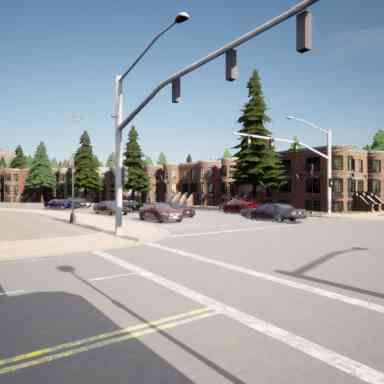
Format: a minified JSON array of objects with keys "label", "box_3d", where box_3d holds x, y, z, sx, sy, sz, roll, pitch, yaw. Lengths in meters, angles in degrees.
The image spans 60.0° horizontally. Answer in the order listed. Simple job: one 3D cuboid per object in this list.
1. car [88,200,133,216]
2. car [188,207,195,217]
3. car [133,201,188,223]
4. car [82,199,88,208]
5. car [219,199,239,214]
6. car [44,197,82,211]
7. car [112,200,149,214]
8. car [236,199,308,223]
[{"label":"car","box_3d":[-8.191,1.547,33.265,2.033,1.411,5.357,0,0,-38]},{"label":"car","box_3d":[-1.529,1.564,30.097,1.994,1.385,4.181,0,0,-37]},{"label":"car","box_3d":[-2.520,1.526,25.579,1.812,1.442,4.674,0,0,-35]},{"label":"car","box_3d":[-15.554,1.492,44.832,4.902,1.511,2.128,0,0,34]},{"label":"car","box_3d":[4.834,1.477,33.714,1.882,1.535,5.008,0,0,-36]},{"label":"car","box_3d":[-16.216,1.601,41.123,4.718,1.301,1.895,0,0,36]},{"label":"car","box_3d":[-6.883,1.601,37.031,1.895,1.301,4.718,0,0,-41]},{"label":"car","box_3d":[6.250,1.547,25.784,2.033,1.411,5.357,0,0,-36]}]
